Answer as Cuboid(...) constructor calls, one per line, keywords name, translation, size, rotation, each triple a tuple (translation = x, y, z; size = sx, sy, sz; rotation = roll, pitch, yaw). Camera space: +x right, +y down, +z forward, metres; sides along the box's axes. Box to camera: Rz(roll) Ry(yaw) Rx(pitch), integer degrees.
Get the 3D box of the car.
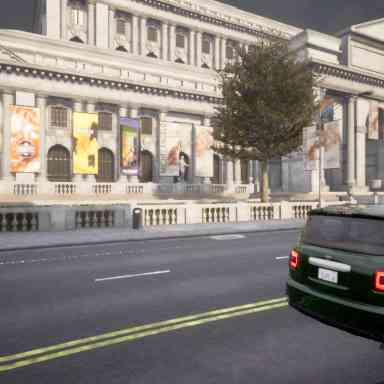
Cuboid(name="car", translation=(4.175, 1.221, 5.829), size=(5.566, 2.045, 2.150), rotation=(0, 0, -29))
